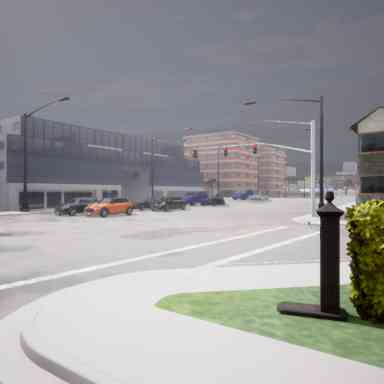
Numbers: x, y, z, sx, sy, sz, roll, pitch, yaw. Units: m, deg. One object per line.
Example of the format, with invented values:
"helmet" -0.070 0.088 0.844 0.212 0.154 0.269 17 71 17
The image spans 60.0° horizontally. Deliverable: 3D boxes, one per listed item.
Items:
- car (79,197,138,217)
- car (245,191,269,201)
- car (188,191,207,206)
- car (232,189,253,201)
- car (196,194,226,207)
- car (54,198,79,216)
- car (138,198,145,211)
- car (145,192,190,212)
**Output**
"car" -7.614 1.301 30.589 2.097 1.767 4.553 0 0 35
"car" 11.594 0.903 57.972 1.895 1.301 4.718 0 1 35
"car" 0.224 0.909 47.876 2.150 2.045 5.566 0 2 35
"car" 9.448 0.496 61.001 2.150 2.045 5.566 0 2 35
"car" 2.889 1.267 45.580 1.994 1.385 4.181 0 1 35
"car" -10.874 1.306 32.030 2.097 1.767 4.553 0 0 35
"car" -5.451 1.433 39.782 2.033 1.411 5.357 0 1 35
"car" -2.684 1.240 37.612 2.097 1.767 4.553 0 1 35
